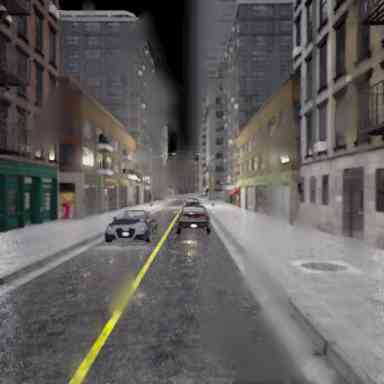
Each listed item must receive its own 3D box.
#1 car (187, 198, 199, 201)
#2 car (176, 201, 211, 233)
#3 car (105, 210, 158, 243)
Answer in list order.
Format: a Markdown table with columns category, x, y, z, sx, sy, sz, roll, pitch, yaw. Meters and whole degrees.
| category | x | y | z | sx | sy | sz | roll | pitch | yaw |
| --- | --- | --- | --- | --- | --- | --- | --- | --- | --- |
| car | 0.095 | 1.518 | 39.759 | 1.837 | 1.490 | 4.892 | 0 | 0 | 0 |
| car | 0.098 | 1.506 | 19.700 | 1.837 | 1.490 | 4.892 | 0 | 0 | 0 |
| car | -2.776 | 1.565 | 15.925 | 1.994 | 1.385 | 4.181 | 0 | 0 | 0 |
